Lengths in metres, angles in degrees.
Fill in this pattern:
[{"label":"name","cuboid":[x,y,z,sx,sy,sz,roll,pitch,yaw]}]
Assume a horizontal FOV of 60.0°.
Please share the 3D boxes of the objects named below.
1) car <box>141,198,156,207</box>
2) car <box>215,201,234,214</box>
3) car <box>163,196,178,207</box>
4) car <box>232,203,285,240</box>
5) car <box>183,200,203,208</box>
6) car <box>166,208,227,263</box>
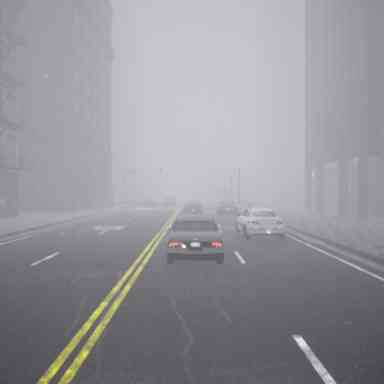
[{"label":"car","cuboid":[-6.513,1.517,50.028,1.895,1.301,4.718,0,0,0]},{"label":"car","cuboid":[3.345,1.506,32.267,1.994,1.385,4.181,0,0,0]},{"label":"car","cuboid":[-3.261,1.426,50.280,1.837,1.490,4.892,0,0,0]},{"label":"car","cuboid":[3.361,1.493,16.832,1.812,1.442,4.674,0,0,0]},{"label":"car","cuboid":[0.096,1.468,32.638,1.812,1.442,4.674,0,0,0]},{"label":"car","cuboid":[0.097,1.524,11.846,2.033,1.411,5.357,0,0,0]}]
